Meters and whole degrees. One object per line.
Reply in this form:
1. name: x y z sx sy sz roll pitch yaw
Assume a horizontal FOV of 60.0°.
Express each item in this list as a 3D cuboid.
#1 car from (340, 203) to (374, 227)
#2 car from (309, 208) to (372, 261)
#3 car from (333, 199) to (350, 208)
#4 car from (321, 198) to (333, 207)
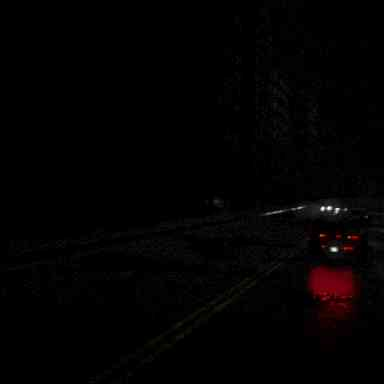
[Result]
1. car: 12.986 1.839 25.982 1.895 1.301 4.718 0 0 29
2. car: 5.874 1.632 13.069 1.837 1.490 4.892 0 0 29
3. car: 24.245 1.900 53.328 1.837 1.490 4.892 0 0 29
4. car: 25.144 1.919 61.578 2.128 1.511 4.902 0 0 29
